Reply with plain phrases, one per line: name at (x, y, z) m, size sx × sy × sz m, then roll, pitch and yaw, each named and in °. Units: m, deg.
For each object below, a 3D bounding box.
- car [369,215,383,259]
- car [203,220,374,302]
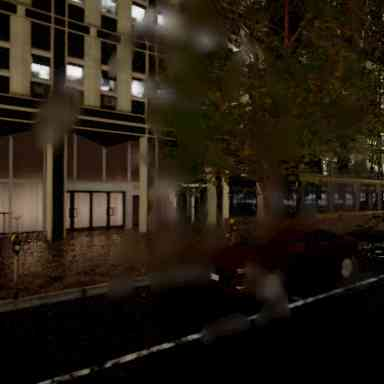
car at (6.918, 1.475, 11.480) m, size 4.403 × 1.369 × 2.008 m, roll 0°, pitch 1°, yaw -35°
car at (2.313, 1.504, 8.195) m, size 4.507 × 1.381 × 1.887 m, roll 0°, pitch 1°, yaw -35°
